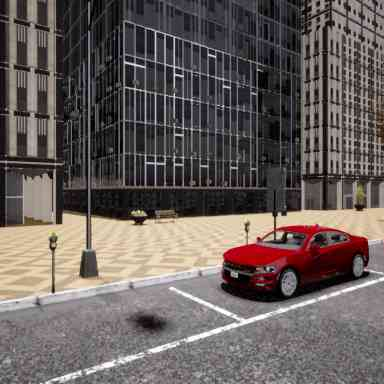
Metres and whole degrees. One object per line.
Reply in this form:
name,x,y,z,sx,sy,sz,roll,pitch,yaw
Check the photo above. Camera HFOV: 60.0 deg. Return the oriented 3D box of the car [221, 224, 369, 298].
car,2.749,1.545,8.502,4.507,1.381,1.887,0,0,-35
